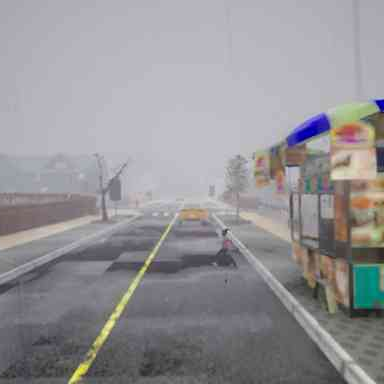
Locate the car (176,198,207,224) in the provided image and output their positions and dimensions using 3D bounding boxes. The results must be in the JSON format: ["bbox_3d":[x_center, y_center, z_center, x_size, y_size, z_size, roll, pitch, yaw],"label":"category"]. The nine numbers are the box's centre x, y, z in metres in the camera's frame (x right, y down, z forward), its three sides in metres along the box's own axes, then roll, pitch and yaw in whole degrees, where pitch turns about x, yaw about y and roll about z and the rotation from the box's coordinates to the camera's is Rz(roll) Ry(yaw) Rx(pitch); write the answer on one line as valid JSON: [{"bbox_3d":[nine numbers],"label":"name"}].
[{"bbox_3d":[0.040,1.417,24.291,1.882,1.535,5.008,0,0,0],"label":"car"}]

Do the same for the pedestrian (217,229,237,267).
[{"bbox_3d":[1.030,1.264,9.811,0.375,1.860,0.375,1,-1,-3],"label":"pedestrian"}]

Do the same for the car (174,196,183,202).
[{"bbox_3d":[-2.824,1.477,74.066,1.994,1.385,4.181,0,0,0],"label":"car"}]

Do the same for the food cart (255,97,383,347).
[{"bbox_3d":[2.973,0.444,7.085,2.280,3.560,4.660,-1,-1,0],"label":"food cart"}]
